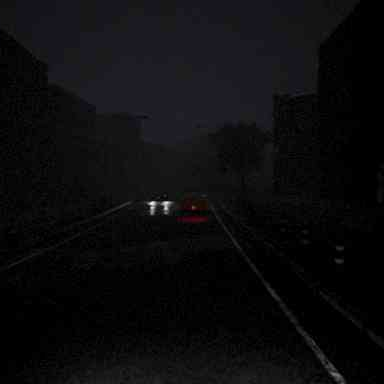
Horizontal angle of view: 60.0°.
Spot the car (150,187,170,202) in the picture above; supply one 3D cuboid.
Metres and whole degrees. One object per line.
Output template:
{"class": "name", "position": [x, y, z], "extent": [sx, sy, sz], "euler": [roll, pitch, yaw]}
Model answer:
{"class": "car", "position": [-3.488, 0.240, 37.238], "extent": [1.812, 1.442, 4.674], "euler": [0, 3, 1]}

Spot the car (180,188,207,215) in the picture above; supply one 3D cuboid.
{"class": "car", "position": [0.097, 0.787, 25.350], "extent": [1.882, 1.535, 5.008], "euler": [0, 3, 0]}
